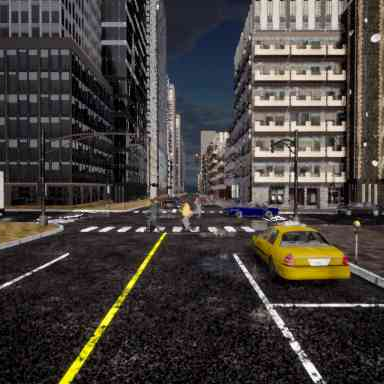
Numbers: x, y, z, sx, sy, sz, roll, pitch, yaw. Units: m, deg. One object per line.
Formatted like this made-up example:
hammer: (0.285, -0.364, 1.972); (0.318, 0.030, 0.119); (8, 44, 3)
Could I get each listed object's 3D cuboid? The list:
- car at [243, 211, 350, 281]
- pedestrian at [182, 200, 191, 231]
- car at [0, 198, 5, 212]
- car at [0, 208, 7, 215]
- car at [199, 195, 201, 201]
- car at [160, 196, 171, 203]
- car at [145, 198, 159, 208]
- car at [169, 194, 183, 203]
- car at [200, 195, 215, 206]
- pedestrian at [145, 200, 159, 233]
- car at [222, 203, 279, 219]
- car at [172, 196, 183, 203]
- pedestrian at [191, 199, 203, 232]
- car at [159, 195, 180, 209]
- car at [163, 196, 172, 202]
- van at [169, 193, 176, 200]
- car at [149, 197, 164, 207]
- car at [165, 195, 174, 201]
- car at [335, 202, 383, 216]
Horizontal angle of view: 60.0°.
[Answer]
car: (2.825, 1.523, 9.698); (1.752, 1.417, 4.829); (-1, 0, 0)
pedestrian: (-0.298, 1.289, 19.057); (0.375, 1.860, 0.375); (-1, 1, 0)
car: (-21.598, 1.276, 33.206); (4.829, 1.417, 1.752); (0, 0, 1)
car: (-18.277, 1.423, 27.392); (5.357, 1.411, 2.033); (0, 1, 1)
car: (2.843, 1.425, 87.065); (1.967, 1.590, 4.097); (-1, 0, 0)
car: (-5.568, 1.531, 70.117); (1.887, 1.381, 4.507); (-1, 0, 0)
car: (-5.612, 1.515, 47.329); (1.752, 1.417, 4.829); (-1, 0, 0)
car: (-2.981, 1.514, 55.612); (1.812, 1.442, 4.674); (0, 0, 0)
car: (2.779, 1.539, 53.138); (2.008, 1.369, 4.403); (-1, 0, 0)
pedestrian: (-2.151, 1.289, 17.862); (0.375, 1.860, 0.375); (-1, 1, 0)
car: (5.095, 1.615, 29.213); (4.718, 1.301, 1.895); (1, 0, -19)
car: (-2.884, 1.534, 67.983); (2.033, 1.411, 5.357); (0, 0, 1)
pedestrian: (0.266, 1.289, 18.455); (0.375, 1.860, 0.375); (-1, 1, 0)
car: (-3.003, 1.494, 45.865); (1.837, 1.490, 4.892); (0, 0, 0)
car: (-5.557, 1.568, 75.771); (1.802, 1.307, 4.206); (-1, 0, 0)
van: (-5.528, 1.325, 92.736); (1.690, 1.788, 3.998); (-1, 0, 0)
car: (-5.601, 1.554, 53.153); (1.947, 1.339, 4.313); (-1, 0, 0)
car: (-5.547, 1.530, 81.426); (1.887, 1.381, 4.507); (-1, 0, 0)
car: (16.376, 1.624, 32.635); (4.403, 1.369, 2.008); (0, 0, 1)
